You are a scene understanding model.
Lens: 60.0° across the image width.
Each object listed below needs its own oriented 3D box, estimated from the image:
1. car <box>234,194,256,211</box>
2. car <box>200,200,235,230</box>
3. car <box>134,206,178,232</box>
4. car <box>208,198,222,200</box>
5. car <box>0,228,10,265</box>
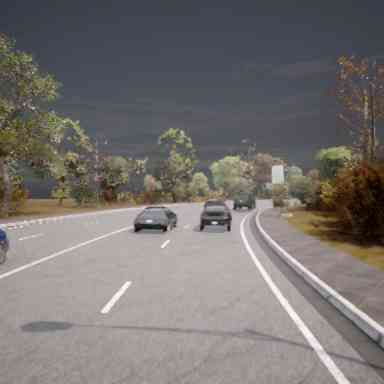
[{"bbox_3d":[6.739,1.237,42.192,2.150,2.045,5.566,0,0,19],"label":"car"},{"bbox_3d":[1.611,1.507,21.205,1.837,1.490,4.892,0,0,8],"label":"car"},{"bbox_3d":[-2.066,1.557,20.071,1.994,1.385,4.181,0,0,7],"label":"car"},{"bbox_3d":[3.010,1.506,41.996,1.837,1.490,4.892,0,0,18],"label":"car"},{"bbox_3d":[-6.771,1.511,8.805,1.812,1.442,4.674,0,0,3],"label":"car"}]
